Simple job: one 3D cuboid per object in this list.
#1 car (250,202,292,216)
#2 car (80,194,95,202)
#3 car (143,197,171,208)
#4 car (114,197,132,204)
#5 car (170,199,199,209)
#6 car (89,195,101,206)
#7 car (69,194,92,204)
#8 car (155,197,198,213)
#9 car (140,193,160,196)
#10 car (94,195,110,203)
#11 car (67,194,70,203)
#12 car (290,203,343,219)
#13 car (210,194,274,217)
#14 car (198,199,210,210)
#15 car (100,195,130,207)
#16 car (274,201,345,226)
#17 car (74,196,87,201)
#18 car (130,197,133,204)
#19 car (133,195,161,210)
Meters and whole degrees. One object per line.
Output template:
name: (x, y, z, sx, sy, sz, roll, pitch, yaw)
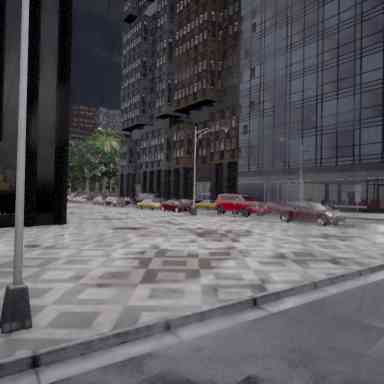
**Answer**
car: (8.424, 1.739, 35.680, 1.802, 1.307, 4.206, 2, -1, -36)
car: (-26.703, 1.483, 84.760, 2.192, 1.841, 5.009, 2, -1, -36)
car: (-5.324, 1.588, 50.216, 2.128, 1.511, 4.902, 2, -1, -35)
car: (-13.933, 1.736, 66.911, 1.947, 1.339, 4.313, 2, -1, -36)
car: (-1.157, 1.717, 49.064, 2.008, 1.369, 4.403, 2, -1, -36)
car: (-14.480, 1.528, 53.033, 1.802, 1.307, 4.206, 2, -1, -36)
car: (-20.769, 1.472, 61.820, 1.752, 1.417, 4.829, 2, -1, -36)
car: (-1.701, 1.481, 35.185, 1.887, 1.381, 4.507, 2, -1, -36)
car: (-5.380, 1.232, 44.955, 2.150, 2.045, 5.566, 2, -1, -35)
car: (-20.492, 1.512, 75.438, 2.097, 1.767, 4.553, 2, -1, -36)
car: (-24.060, 1.386, 66.422, 1.967, 1.590, 4.097, 2, -1, -36)
car: (11.618, 1.719, 31.219, 1.947, 1.339, 4.313, 2, -1, -36)
car: (4.493, 1.222, 31.116, 2.150, 2.045, 5.566, 2, -1, -36)
car: (1.938, 1.689, 44.742, 1.752, 1.417, 4.829, 2, -1, -36)
car: (-11.283, 1.386, 48.573, 1.967, 1.590, 4.097, 2, -1, -36)
car: (7.866, 1.367, 21.826, 1.967, 1.590, 4.097, 2, -1, -37)
car: (-30.000, 1.693, 89.356, 1.752, 1.417, 4.829, 2, -1, -36)
car: (-11.414, 1.624, 58.650, 1.812, 1.442, 4.674, 2, -1, -36)
car: (-4.796, 1.465, 39.509, 1.752, 1.417, 4.829, 2, -1, -36)
